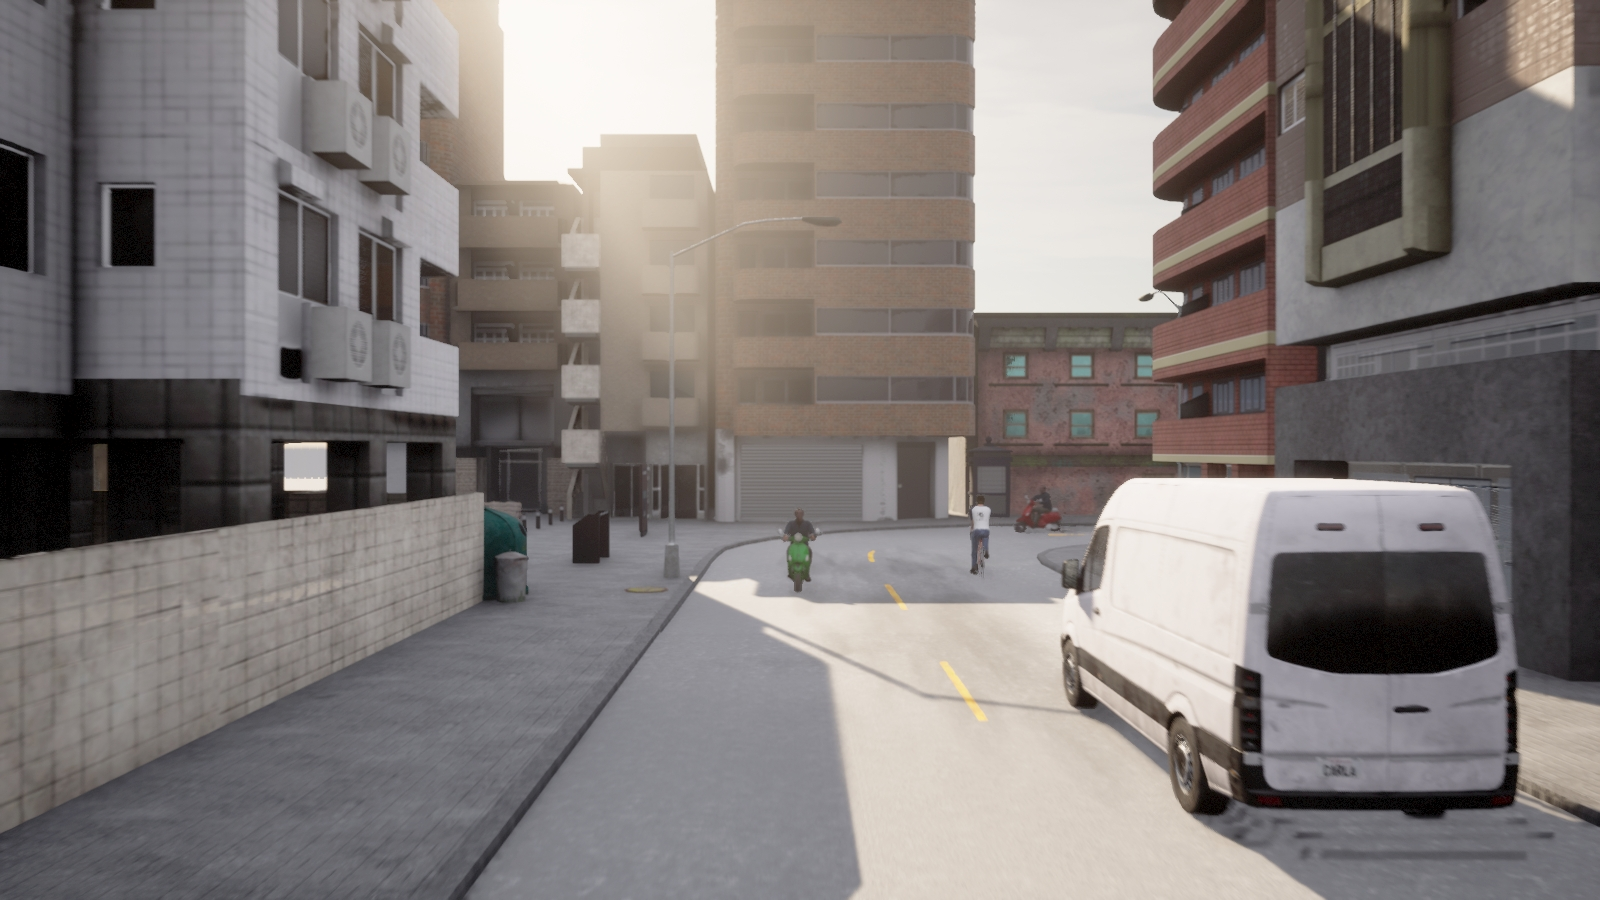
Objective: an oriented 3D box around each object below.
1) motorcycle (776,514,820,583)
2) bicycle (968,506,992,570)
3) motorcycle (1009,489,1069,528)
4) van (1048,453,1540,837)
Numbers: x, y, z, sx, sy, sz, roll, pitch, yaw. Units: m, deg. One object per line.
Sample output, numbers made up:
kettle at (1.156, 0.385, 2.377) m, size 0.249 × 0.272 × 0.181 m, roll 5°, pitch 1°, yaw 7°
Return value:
motorcycle at (-0.030, 1.959, 23.101) m, size 0.856 × 1.236 × 1.805 m, roll 0°, pitch 0°, yaw 1°
bicycle at (3.990, 1.933, 25.376) m, size 0.373 × 1.296 × 1.643 m, roll 0°, pitch -1°, yaw 3°
motorcycle at (8.065, 1.960, 38.571) m, size 1.805 × 1.236 × 0.856 m, roll 0°, pitch 2°, yaw -19°
van at (3.949, 1.312, 10.603) m, size 1.988 × 2.561 × 5.915 m, roll 0°, pitch 0°, yaw 0°
